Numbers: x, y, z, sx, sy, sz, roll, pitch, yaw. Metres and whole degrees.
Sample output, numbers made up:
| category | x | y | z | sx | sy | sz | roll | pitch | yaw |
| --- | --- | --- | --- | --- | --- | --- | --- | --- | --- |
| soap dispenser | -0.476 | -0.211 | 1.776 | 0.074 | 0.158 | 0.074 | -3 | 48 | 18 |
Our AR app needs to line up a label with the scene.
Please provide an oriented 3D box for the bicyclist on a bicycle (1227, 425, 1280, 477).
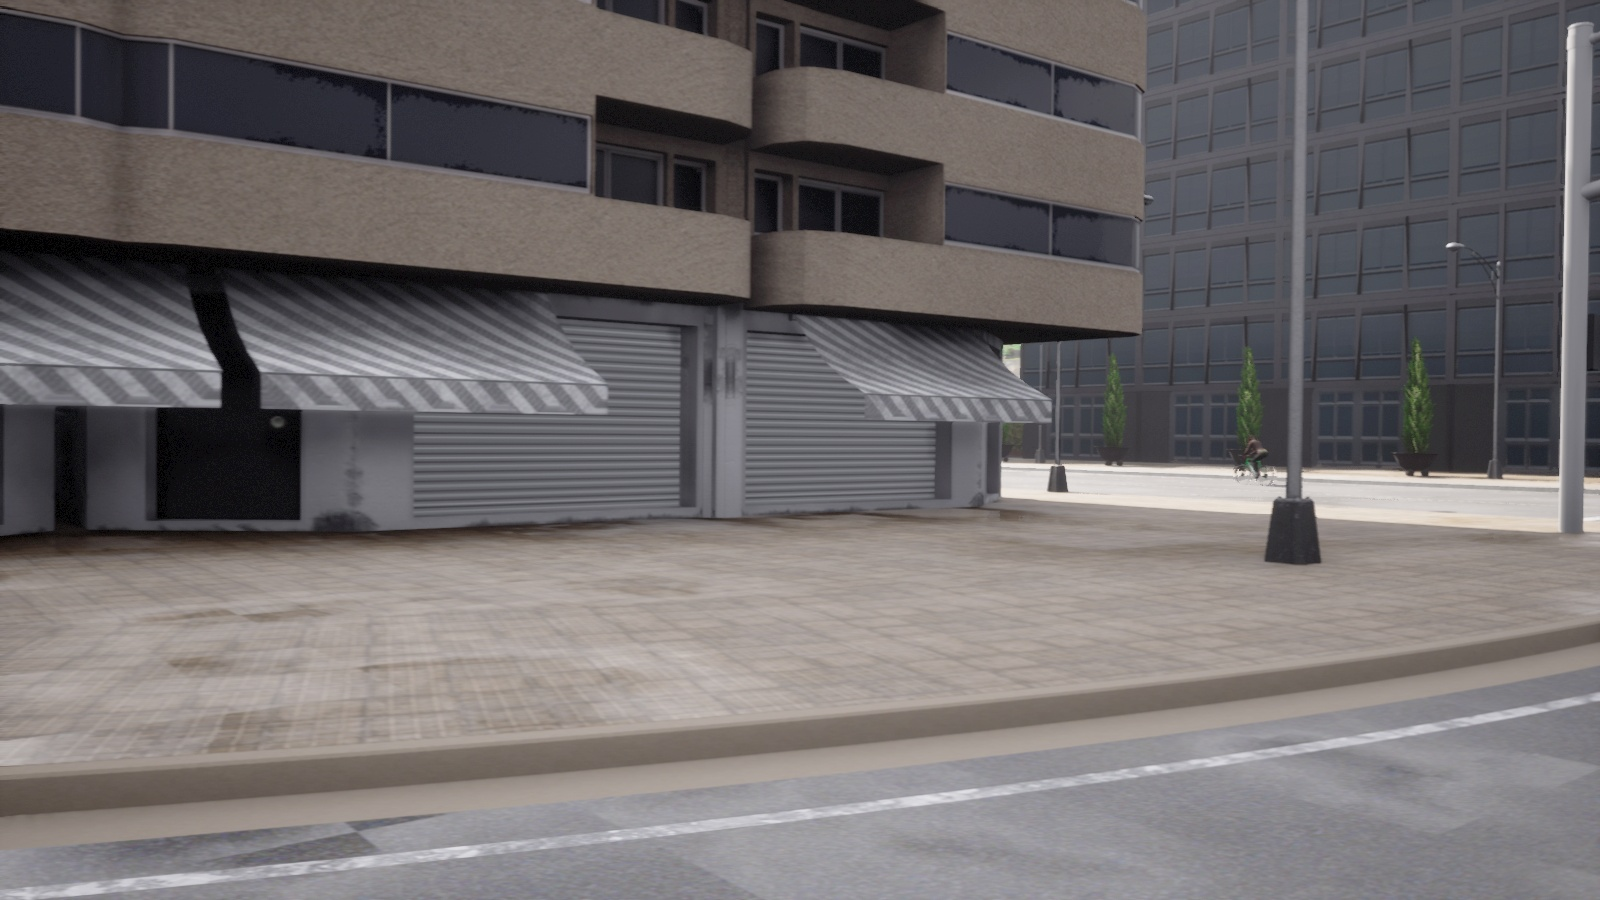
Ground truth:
| category | x | y | z | sx | sy | sz | roll | pitch | yaw |
| --- | --- | --- | --- | --- | --- | --- | --- | --- | --- |
| bicyclist on a bicycle | 14.473 | 0.031 | 40.099 | 0.582 | 1.620 | 1.656 | -1 | 1 | -25 |
